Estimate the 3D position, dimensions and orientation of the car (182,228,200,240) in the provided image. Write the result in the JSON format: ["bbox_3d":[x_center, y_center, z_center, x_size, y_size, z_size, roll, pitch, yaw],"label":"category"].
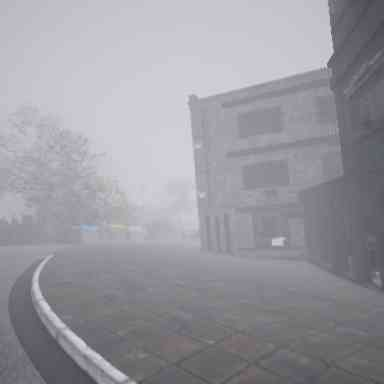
[{"bbox_3d":[0.142,5.797,46.004,2.128,1.511,4.902,-6,-9,20],"label":"car"}]
